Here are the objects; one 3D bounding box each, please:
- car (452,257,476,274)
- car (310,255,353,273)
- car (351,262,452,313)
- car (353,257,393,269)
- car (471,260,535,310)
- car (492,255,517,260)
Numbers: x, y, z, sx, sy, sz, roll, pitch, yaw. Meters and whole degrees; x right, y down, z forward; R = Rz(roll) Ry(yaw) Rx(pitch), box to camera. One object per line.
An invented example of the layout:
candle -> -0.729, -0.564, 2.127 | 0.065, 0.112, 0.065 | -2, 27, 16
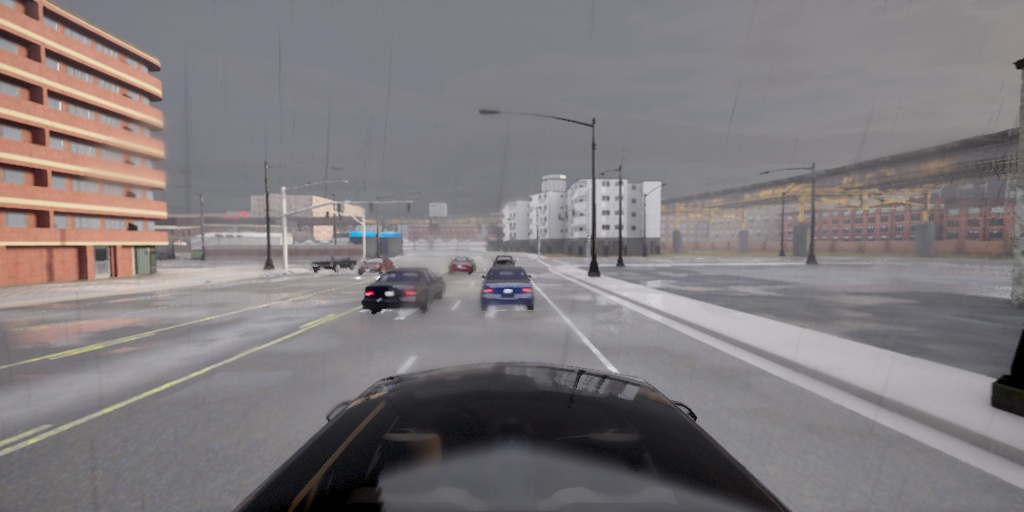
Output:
car -> -4.149, 0.748, 30.309 | 1.994, 1.385, 4.181 | 0, 1, -1
car -> -14.749, 0.583, 29.924 | 1.895, 1.301, 4.718 | 0, 1, -2
car -> -3.668, 1.107, 12.976 | 2.033, 1.411, 5.357 | 0, 1, -2
car -> -11.250, 0.797, 30.060 | 1.812, 1.442, 4.674 | 0, 1, -2
car -> -0.185, 1.074, 13.449 | 2.033, 1.411, 5.357 | -1, 1, -1
car -> -0.649, 0.671, 30.169 | 1.837, 1.490, 4.892 | 0, 1, -2
